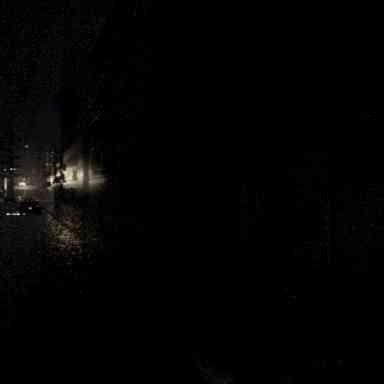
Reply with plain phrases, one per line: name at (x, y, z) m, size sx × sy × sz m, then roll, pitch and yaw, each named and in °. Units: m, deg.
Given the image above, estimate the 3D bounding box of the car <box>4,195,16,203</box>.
car at (-37.513, 1.437, 68.698) m, size 1.882 × 1.535 × 5.008 m, roll 0°, pitch 0°, yaw -27°

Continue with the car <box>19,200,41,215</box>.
car at (-16.846, 1.561, 34.586) m, size 1.994 × 1.385 × 4.181 m, roll 0°, pitch 0°, yaw -27°
